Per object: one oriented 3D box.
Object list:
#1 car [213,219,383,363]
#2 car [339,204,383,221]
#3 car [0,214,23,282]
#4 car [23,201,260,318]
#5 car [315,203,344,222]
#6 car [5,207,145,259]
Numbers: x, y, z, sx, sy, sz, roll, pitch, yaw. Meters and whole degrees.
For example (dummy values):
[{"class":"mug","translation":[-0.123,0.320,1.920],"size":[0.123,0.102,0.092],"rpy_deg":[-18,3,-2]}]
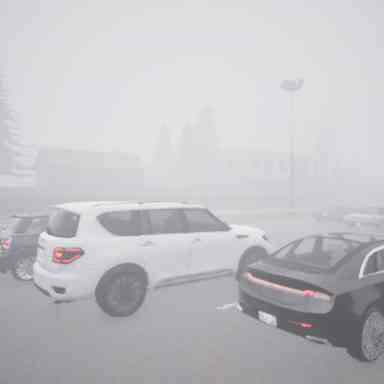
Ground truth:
[{"class":"car","translation":[2.990,1.480,5.881],"size":[4.902,1.511,2.128],"rpy_deg":[0,0,-36]},{"class":"car","translation":[11.430,1.557,20.512],"size":[4.718,1.301,1.895],"rpy_deg":[0,0,-36]},{"class":"car","translation":[-3.327,1.347,9.973],"size":[4.553,1.767,2.097],"rpy_deg":[0,0,-36]},{"class":"car","translation":[-0.569,1.214,7.642],"size":[5.566,2.045,2.150],"rpy_deg":[0,0,-36]},{"class":"car","translation":[10.959,1.516,24.476],"size":[4.181,1.385,1.994],"rpy_deg":[0,0,-36]},{"class":"car","translation":[-4.566,1.472,13.390],"size":[5.008,1.535,1.882],"rpy_deg":[0,0,-36]}]
